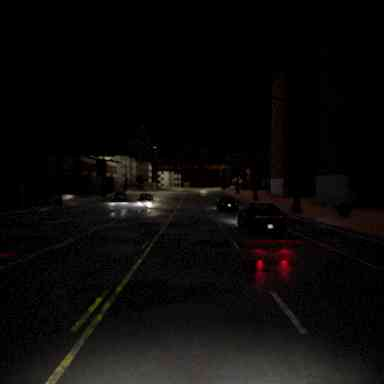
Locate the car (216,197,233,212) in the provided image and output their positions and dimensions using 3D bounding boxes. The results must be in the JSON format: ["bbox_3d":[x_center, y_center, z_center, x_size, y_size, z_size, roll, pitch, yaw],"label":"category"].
[{"bbox_3d":[3.593,1.215,34.114,1.994,1.385,4.181,0,1,0],"label":"car"}]

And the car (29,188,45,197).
[{"bbox_3d":[-25.990,0.101,55.080,1.970,1.475,3.806,0,3,0],"label":"car"}]

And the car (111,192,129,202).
[{"bbox_3d":[-10.590,0.724,49.207,1.812,1.442,4.674,0,2,0],"label":"car"}]

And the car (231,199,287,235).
[{"bbox_3d":[3.596,1.341,17.669,2.128,1.511,4.902,0,0,0],"label":"car"}]

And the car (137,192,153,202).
[{"bbox_3d":[-7.085,0.740,50.659,1.895,1.301,4.718,0,2,0],"label":"car"}]
